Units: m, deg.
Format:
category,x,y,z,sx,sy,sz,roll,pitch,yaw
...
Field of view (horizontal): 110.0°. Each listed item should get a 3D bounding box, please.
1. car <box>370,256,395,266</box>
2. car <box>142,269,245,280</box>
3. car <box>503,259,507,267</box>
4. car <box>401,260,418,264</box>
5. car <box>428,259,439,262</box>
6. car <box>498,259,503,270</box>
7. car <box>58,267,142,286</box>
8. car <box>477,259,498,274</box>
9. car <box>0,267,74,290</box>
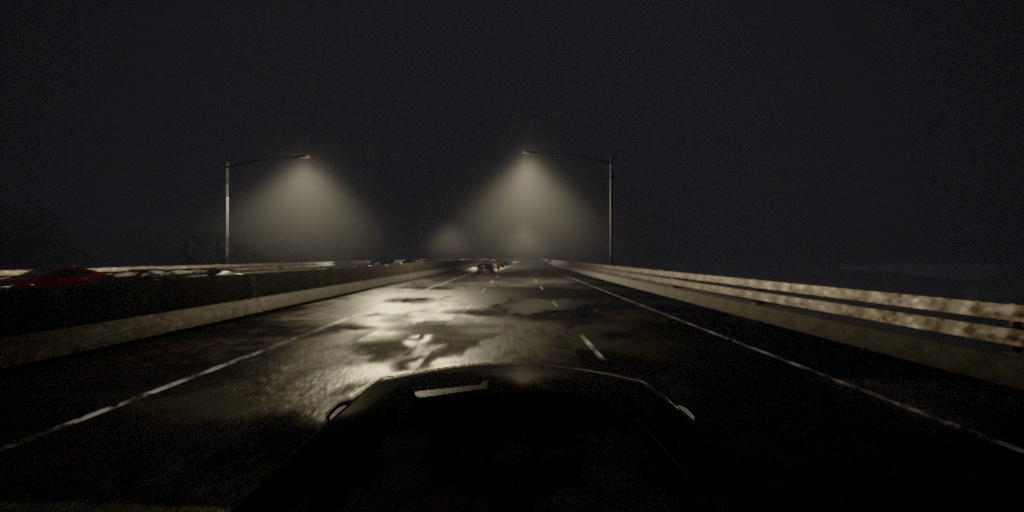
category,x,y,z,sx,sy,sz,roll,pitch,yaw
car,-20.210,1.027,56.150,2.150,2.045,5.566,0,0,2
car,-14.024,1.301,16.747,1.994,1.385,4.181,0,0,1
car,-2.402,1.337,64.561,1.882,1.535,5.008,0,0,2
car,-16.639,1.340,58.297,1.837,1.490,4.892,0,0,2
car,-13.114,1.323,58.968,2.128,1.511,4.902,0,0,2
car,-2.753,1.285,53.788,1.801,1.575,5.366,0,0,2
car,-17.524,1.295,16.805,1.994,1.385,4.181,0,0,1
car,-3.045,1.306,42.635,1.837,1.490,4.892,0,0,1
car,-21.029,1.250,16.419,1.812,1.442,4.674,0,0,1
